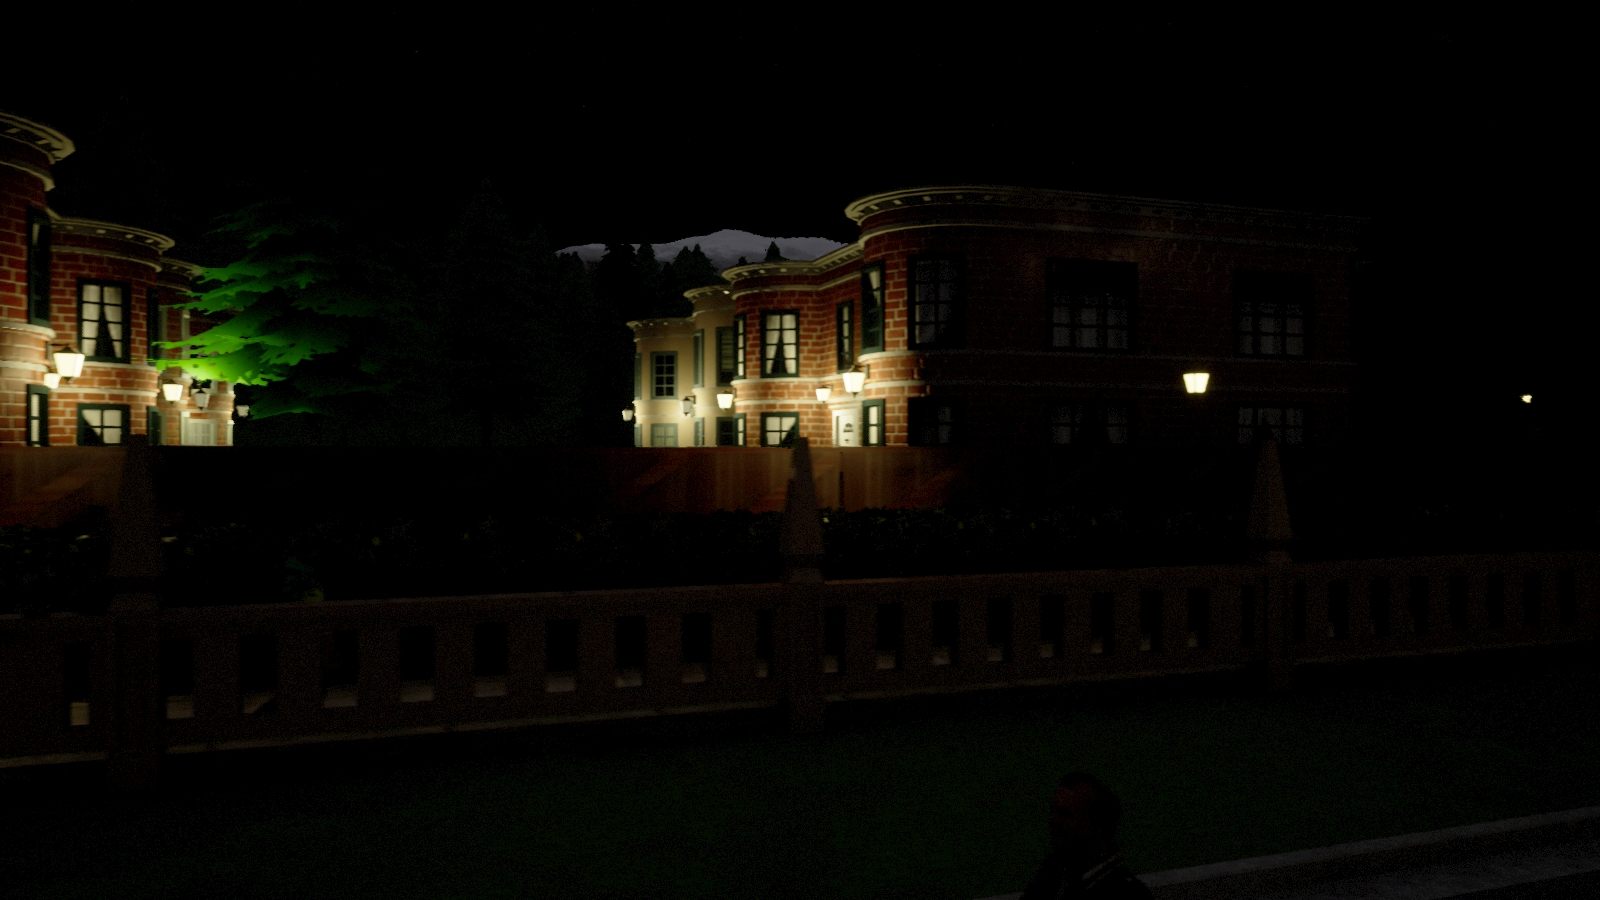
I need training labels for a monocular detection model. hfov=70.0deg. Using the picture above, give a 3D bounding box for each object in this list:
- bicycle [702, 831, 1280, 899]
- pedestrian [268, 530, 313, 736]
[{"bbox_3d":[0.625,2.061,3.520,1.835,1.471,0.329,0,0,-20],"label":"bicycle"},{"bbox_3d":[-4.792,1.696,10.748,0.375,1.860,0.375,0,0,-22],"label":"pedestrian"}]
